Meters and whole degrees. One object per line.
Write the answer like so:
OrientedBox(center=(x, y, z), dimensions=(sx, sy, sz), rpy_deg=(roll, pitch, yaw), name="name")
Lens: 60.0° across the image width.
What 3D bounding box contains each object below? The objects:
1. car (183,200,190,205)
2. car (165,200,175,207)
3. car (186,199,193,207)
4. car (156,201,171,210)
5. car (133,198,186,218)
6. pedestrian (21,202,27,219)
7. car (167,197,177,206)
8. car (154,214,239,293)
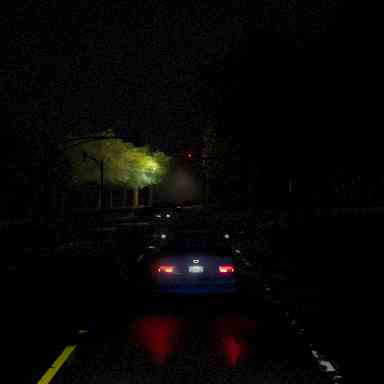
OrientedBox(center=(-1.526, 2.963, 90.978), dimensions=(1.895, 1.301, 4.718), rpy_deg=(0, -2, -1), name="car")
OrientedBox(center=(-4.526, 2.310, 68.857), dimensions=(1.994, 1.385, 4.181), rpy_deg=(0, -1, -1), name="car")
OrientedBox(center=(-0.900, 2.230, 67.872), dimensions=(1.837, 1.490, 4.892), rpy_deg=(0, -1, -1), name="car")
OrientedBox(center=(-4.182, 2.000, 49.804), dimensions=(1.895, 1.301, 4.718), rpy_deg=(0, -1, -1), name="car")
OrientedBox(center=(-3.171, 1.612, 31.183), dimensions=(4.674, 1.442, 1.812), rpy_deg=(-2, -1, 2), name="car")
OrientedBox(center=(-18.100, 1.917, 35.640), dimensions=(0.375, 1.860, 0.375), rpy_deg=(0, 1, 2), name="pedestrian")
OrientedBox(center=(-4.761, 2.226, 79.318), dimensions=(2.150, 2.045, 5.566), rpy_deg=(0, -1, -1), name="car")
OrientedBox(center=(0.087, 1.550, 8.974), dimensions=(2.033, 1.411, 5.357), rpy_deg=(0, 0, 0), name="car")
